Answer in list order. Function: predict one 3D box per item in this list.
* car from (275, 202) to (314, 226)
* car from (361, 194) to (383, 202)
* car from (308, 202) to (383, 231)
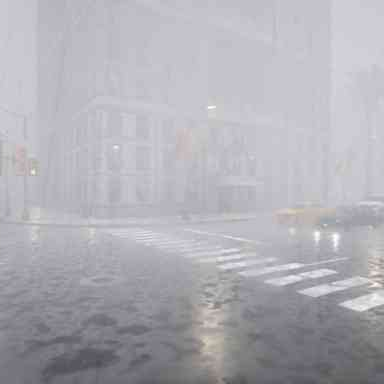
[{"bbox_3d":[8.107,1.476,23.857,5.008,1.535,1.882,0,0,-34],"label":"car"},{"bbox_3d":[16.610,1.219,29.451,5.566,2.045,2.150,0,0,-33],"label":"car"},{"bbox_3d":[10.023,1.546,20.932,5.357,1.411,2.033,0,0,-34],"label":"car"}]
